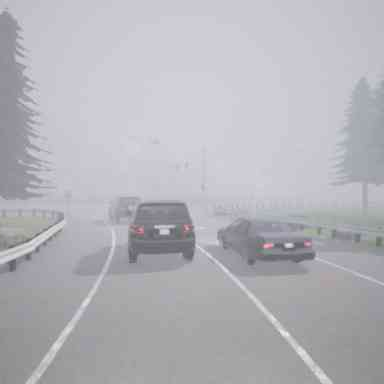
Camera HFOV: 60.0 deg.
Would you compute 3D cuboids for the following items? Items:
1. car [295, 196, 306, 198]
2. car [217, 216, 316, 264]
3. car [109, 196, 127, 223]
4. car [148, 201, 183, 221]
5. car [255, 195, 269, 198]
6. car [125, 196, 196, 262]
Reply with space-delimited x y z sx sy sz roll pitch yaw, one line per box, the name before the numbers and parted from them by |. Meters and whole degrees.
car | 26.988 1.768 83.485 4.892 1.490 1.837 0 0 -33
car | 2.362 1.591 12.015 2.033 1.411 5.357 0 0 -10
car | -5.411 1.346 27.250 2.150 2.045 5.566 0 0 -21
car | -2.436 1.631 29.531 1.837 1.490 4.892 0 0 -20
car | 19.013 1.672 90.742 4.553 1.767 2.097 0 0 -33
car | -1.303 1.278 12.554 2.150 2.045 5.566 0 0 -11
